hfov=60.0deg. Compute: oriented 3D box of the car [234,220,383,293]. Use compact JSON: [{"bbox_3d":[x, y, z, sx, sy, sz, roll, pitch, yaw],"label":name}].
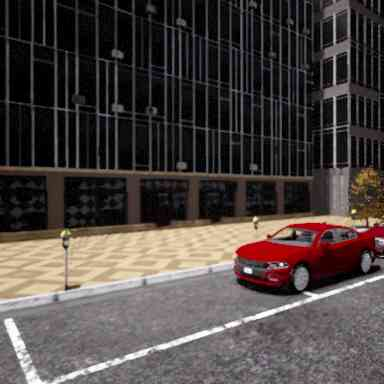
[{"bbox_3d":[3.088,1.500,8.758,4.507,1.381,1.887,0,0,-35],"label":"car"}]
